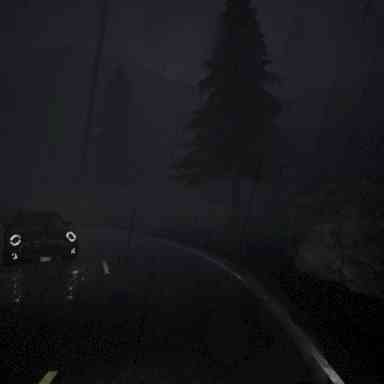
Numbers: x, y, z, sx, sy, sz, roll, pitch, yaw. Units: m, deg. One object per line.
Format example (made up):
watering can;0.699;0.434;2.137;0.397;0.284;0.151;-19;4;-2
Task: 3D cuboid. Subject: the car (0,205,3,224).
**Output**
car;-13.257;1.647;23.431;4.892;1.490;1.837;-1;-1;23

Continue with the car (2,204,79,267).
car;-5.453;1.425;11.848;2.097;1.767;4.553;0;0;-30
